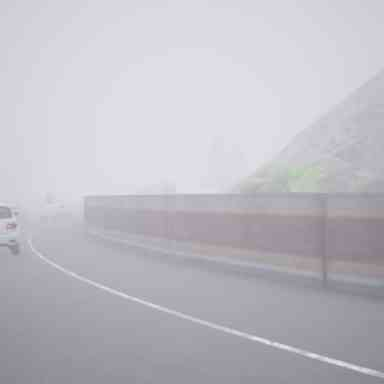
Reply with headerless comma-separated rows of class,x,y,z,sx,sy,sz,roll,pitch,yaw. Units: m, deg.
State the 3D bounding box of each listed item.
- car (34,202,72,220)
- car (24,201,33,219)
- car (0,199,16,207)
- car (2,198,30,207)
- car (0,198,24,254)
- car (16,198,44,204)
car,-13.800,1.987,33.856,1.812,1.442,4.674,0,0,1
car,-17.259,1.922,31.349,1.882,1.535,5.008,0,0,-3
car,-37.699,2.224,65.455,2.033,1.411,5.357,0,0,25
car,-34.179,2.008,64.653,2.097,1.767,4.553,0,0,25
car,-8.688,1.458,14.158,2.150,2.045,5.566,0,-1,-31
car,-30.755,2.163,63.656,2.033,1.411,5.357,0,0,25
